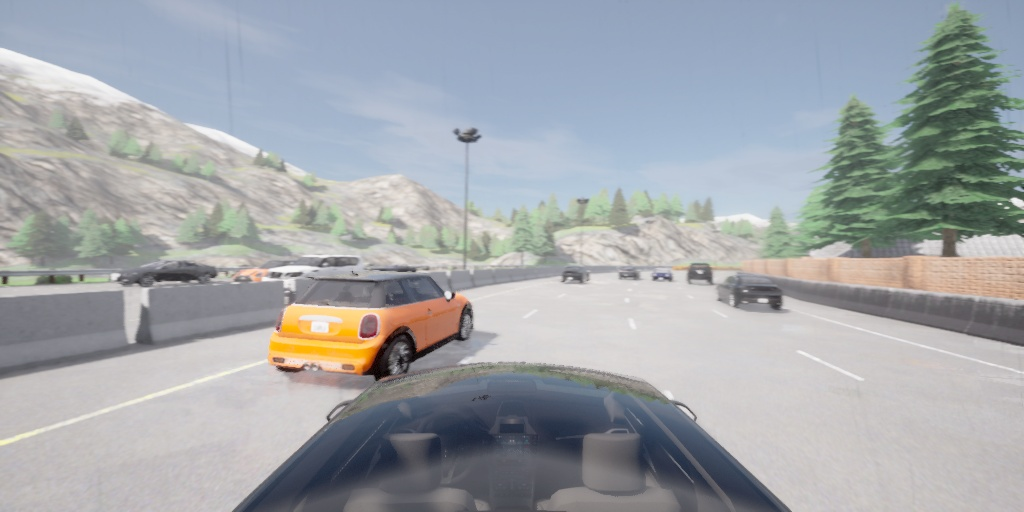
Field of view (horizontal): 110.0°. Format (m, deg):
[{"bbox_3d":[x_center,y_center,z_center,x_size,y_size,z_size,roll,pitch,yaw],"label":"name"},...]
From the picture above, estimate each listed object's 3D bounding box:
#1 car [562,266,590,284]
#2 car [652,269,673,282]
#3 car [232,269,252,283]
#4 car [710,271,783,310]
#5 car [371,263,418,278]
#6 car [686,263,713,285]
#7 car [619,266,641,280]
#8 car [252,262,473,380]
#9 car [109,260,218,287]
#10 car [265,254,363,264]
[{"bbox_3d":[5.926,1.679,32.982,1.837,1.490,4.892,1,0,22],"label":"car"},{"bbox_3d":[16.393,2.056,38.979,1.895,1.301,4.718,1,-1,27],"label":"car"},{"bbox_3d":[-13.473,0.992,20.851,2.097,1.767,4.553,1,-1,17],"label":"car"},{"bbox_3d":[11.239,1.644,17.278,1.837,1.490,4.892,1,-1,18],"label":"car"},{"bbox_3d":[-11.819,1.422,36.288,1.895,1.301,4.718,1,-1,22],"label":"car"},{"bbox_3d":[18.572,1.692,35.515,2.150,2.045,5.566,1,0,26],"label":"car"},{"bbox_3d":[13.400,1.900,40.782,2.128,1.511,4.902,1,-1,27],"label":"car"},{"bbox_3d":[-2.381,1.105,7.400,2.097,1.767,4.553,1,0,13],"label":"car"},{"bbox_3d":[-20.577,0.985,21.498,2.128,1.511,4.902,1,-1,16],"label":"car"},{"bbox_3d":[-10.305,0.916,19.352,2.150,2.045,5.566,1,-1,17],"label":"car"}]
